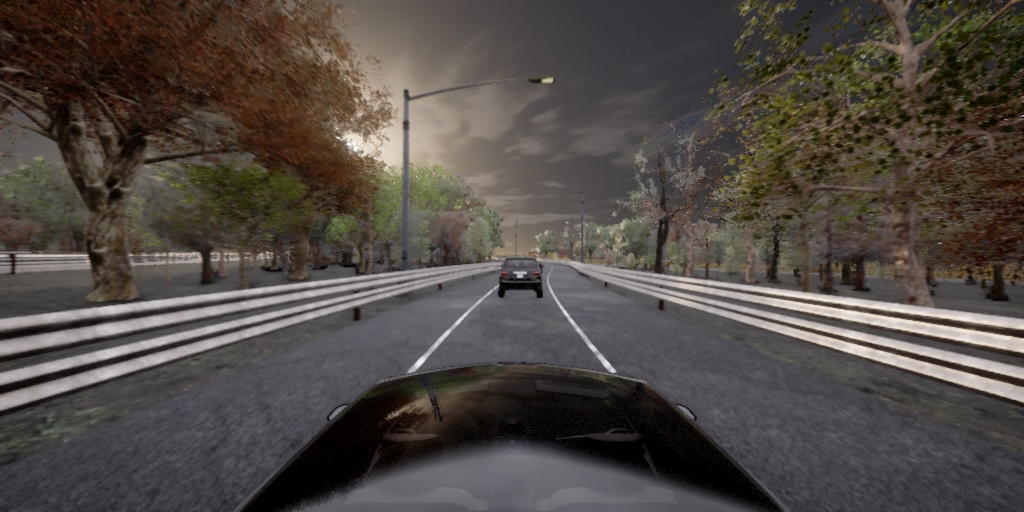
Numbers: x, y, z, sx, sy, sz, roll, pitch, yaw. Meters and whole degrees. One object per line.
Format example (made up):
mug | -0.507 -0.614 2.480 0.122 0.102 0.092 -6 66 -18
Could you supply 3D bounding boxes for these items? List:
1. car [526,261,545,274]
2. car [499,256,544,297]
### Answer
car | 3.055 1.428 45.475 2.128 1.511 4.902 0 0 7
car | 0.537 1.034 19.551 2.150 2.045 5.566 0 0 3
